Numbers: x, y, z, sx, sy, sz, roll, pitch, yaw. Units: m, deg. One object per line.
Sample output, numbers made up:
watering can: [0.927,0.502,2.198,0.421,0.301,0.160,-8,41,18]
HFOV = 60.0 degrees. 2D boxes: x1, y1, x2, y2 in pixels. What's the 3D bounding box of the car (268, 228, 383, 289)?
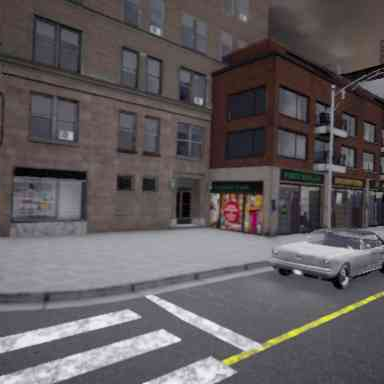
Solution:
car: [4.363,1.787,9.882,4.718,1.301,1.895,2,0,-41]
